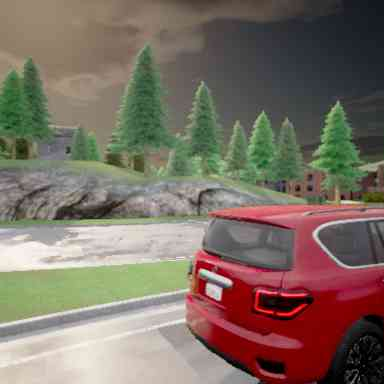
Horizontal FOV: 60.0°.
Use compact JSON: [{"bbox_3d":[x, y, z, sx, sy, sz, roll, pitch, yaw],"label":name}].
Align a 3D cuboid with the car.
[{"bbox_3d":[2.580,1.204,5.037,5.566,2.045,2.150,0,0,-29],"label":"car"}]
